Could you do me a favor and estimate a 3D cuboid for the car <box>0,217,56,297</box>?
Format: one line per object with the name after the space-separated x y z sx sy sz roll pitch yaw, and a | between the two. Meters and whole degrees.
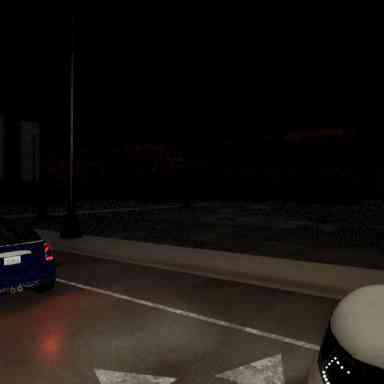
-5.219 1.352 7.721 4.553 1.767 2.097 0 0 36 | car

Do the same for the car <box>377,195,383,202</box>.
39.898 1.359 67.974 1.853 1.218 4.536 1 1 6 | car

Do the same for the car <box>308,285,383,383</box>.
3.455 1.211 1.520 5.566 2.045 2.150 0 0 36 | car

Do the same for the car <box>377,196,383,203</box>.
39.891 1.517 67.924 2.038 1.542 4.974 1 1 6 | car
